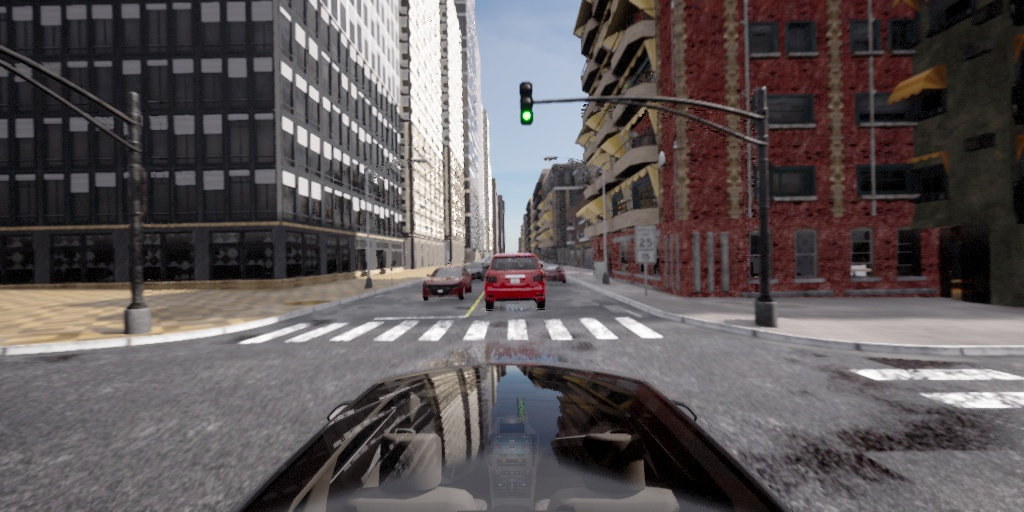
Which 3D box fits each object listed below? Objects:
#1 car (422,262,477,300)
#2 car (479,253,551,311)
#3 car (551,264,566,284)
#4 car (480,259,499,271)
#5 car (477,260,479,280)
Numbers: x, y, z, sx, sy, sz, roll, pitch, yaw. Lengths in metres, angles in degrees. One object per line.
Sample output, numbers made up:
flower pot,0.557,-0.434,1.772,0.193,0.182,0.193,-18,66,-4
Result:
car,-3.095,1.236,17.960,1.882,1.535,5.008,-1,0,0
car,0.101,0.917,14.436,2.150,2.045,5.566,-1,0,0
car,2.769,1.214,25.156,1.802,1.307,4.207,0,0,0
car,-2.983,1.212,48.434,2.128,1.511,4.902,-1,0,1
car,-3.072,1.247,28.972,1.837,1.490,4.892,-1,1,0
